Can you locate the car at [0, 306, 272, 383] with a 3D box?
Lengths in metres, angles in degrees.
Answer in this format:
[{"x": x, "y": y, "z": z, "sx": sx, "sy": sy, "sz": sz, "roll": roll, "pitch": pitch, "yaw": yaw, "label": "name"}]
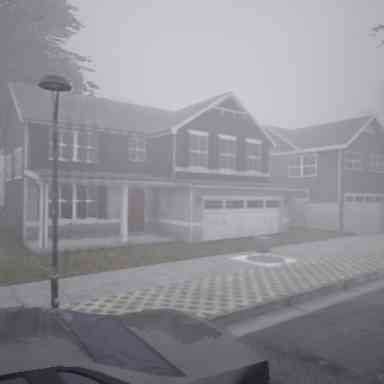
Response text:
[{"x": -1.830, "y": 1.548, "z": 1.748, "sx": 5.357, "sy": 1.411, "sz": 2.033, "roll": 0, "pitch": 0, "yaw": -35, "label": "car"}]
